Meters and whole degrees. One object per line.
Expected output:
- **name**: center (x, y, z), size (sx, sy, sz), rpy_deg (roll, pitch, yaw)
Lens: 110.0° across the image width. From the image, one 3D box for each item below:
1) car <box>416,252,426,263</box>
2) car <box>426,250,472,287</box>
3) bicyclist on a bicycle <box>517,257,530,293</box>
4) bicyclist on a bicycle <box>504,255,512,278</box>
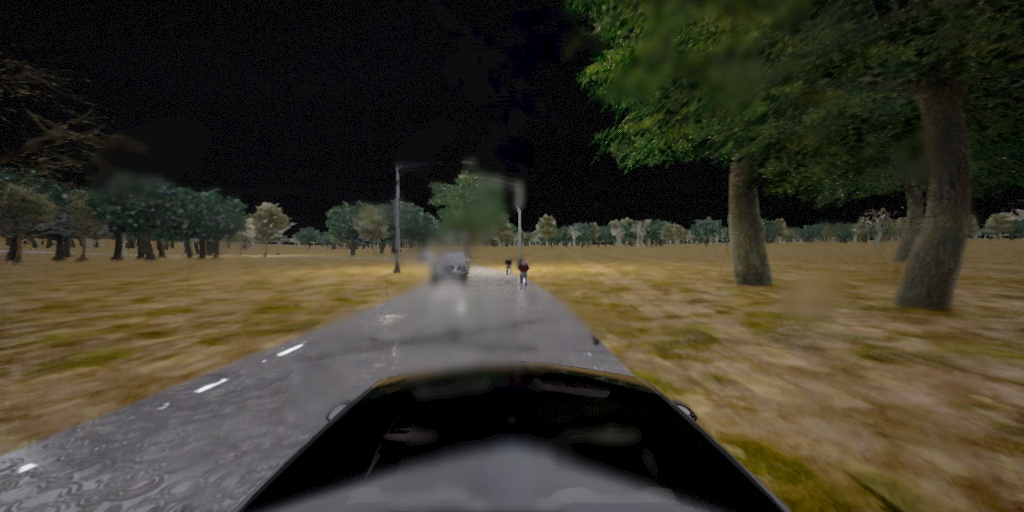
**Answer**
- **car**: center (-15.143, 0.414, 62.598), size (2.033, 1.411, 5.357), rpy_deg (-1, 1, -26)
- **car**: center (-3.729, 0.709, 22.390), size (2.150, 2.045, 5.566), rpy_deg (0, 1, -6)
- **bicyclist on a bicycle**: center (0.563, 0.926, 17.917), size (0.659, 1.776, 1.843), rpy_deg (0, 1, -3)
- **bicyclist on a bicycle**: center (-0.290, 0.802, 26.998), size (0.659, 1.776, 1.843), rpy_deg (0, 1, -8)
